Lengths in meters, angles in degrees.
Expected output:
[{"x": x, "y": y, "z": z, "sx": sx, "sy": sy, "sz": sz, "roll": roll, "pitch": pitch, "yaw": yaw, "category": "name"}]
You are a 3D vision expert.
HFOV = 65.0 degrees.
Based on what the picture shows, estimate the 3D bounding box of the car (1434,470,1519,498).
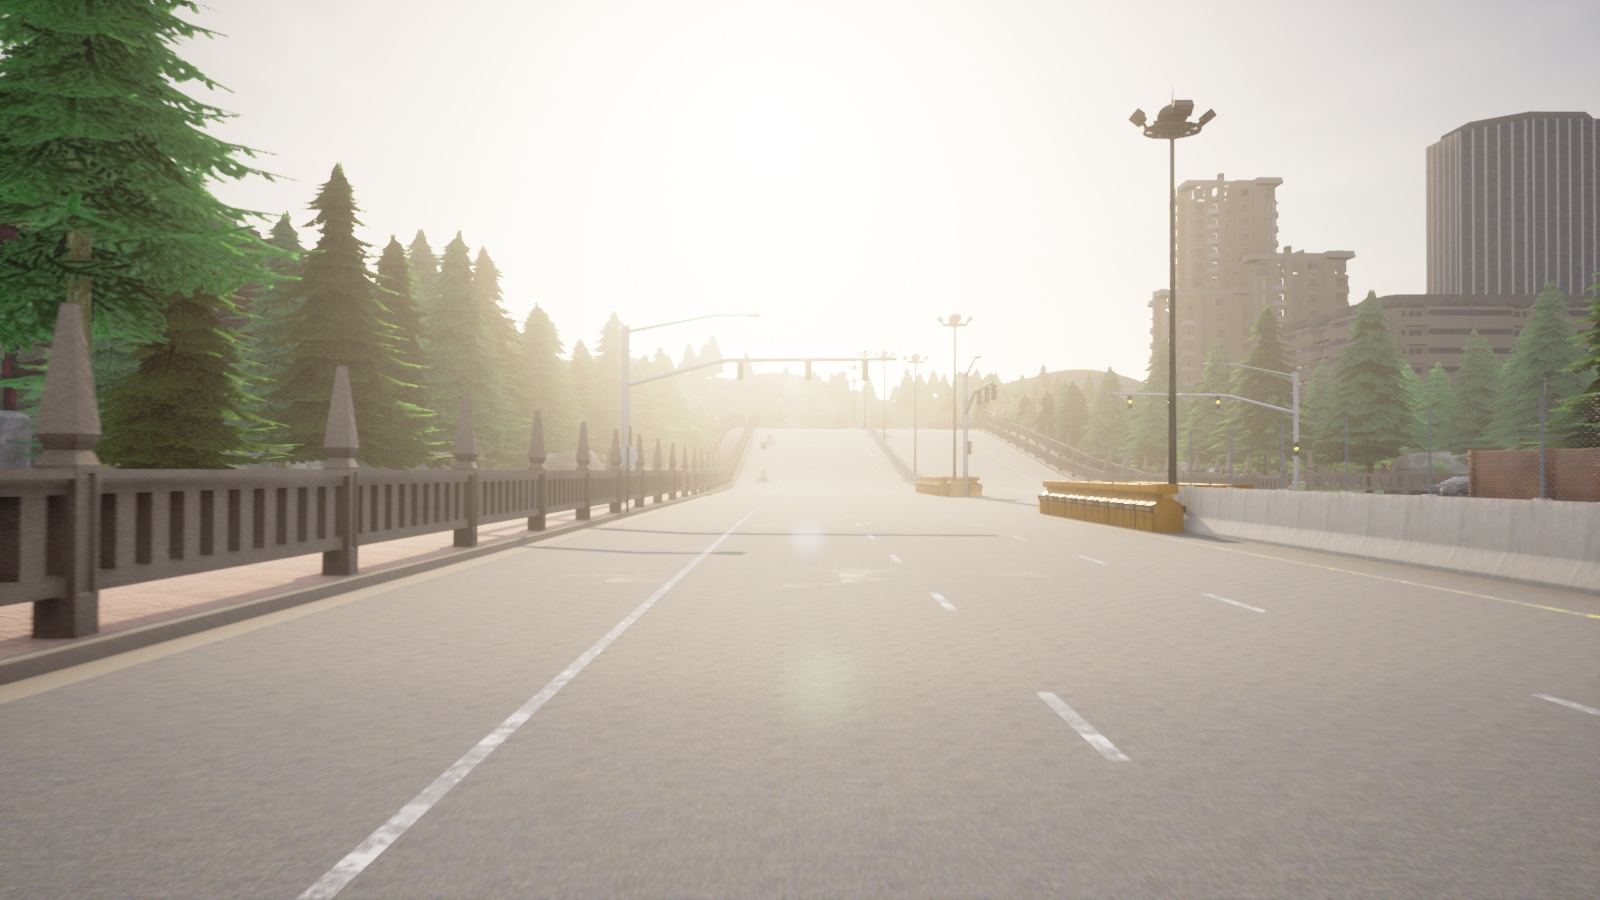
[{"x": 36.655, "y": 1.828, "z": 68.089, "sx": 3.633, "sy": 1.501, "sz": 1.845, "roll": 0, "pitch": -1, "yaw": 0, "category": "car"}]

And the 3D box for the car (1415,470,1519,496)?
[{"x": 37.979, "y": 1.868, "z": 71.597, "sx": 4.792, "sy": 1.488, "sz": 2.163, "roll": 0, "pitch": -1, "yaw": 0, "category": "car"}]
